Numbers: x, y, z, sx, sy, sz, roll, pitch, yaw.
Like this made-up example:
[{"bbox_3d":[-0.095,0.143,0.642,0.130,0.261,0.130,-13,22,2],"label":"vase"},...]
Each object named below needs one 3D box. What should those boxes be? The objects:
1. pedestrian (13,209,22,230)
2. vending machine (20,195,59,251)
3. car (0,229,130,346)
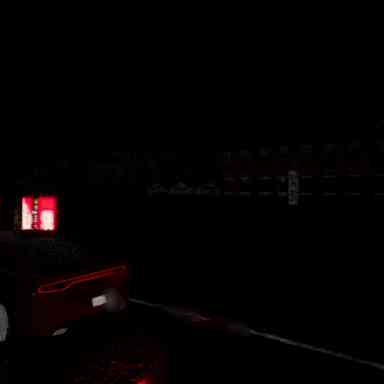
[{"bbox_3d":[-7.066,1.216,13.530,0.500,1.100,0.500,0,0,35],"label":"pedestrian"},{"bbox_3d":[-6.030,1.172,13.166,0.880,2.100,1.100,0,0,35],"label":"vending machine"},{"bbox_3d":[-3.397,1.466,6.412,5.008,1.535,1.882,0,0,36],"label":"car"}]
